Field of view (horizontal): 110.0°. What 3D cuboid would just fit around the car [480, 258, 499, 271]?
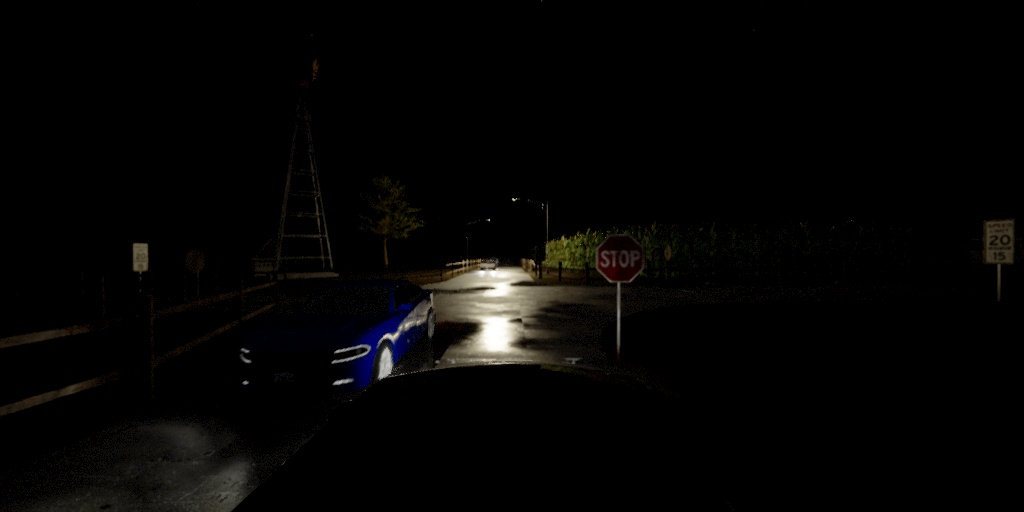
[{"bbox_3d":[-3.101,1.230,46.338,1.895,1.301,4.718,0,0,0],"label":"car"}]

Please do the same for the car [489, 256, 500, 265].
[{"bbox_3d":[-3.217,0.886,61.070,2.097,1.767,4.553,0,0,0],"label":"car"}]

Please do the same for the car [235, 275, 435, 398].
[{"bbox_3d":[-2.792,1.184,6.851,1.882,1.535,5.008,0,0,-1],"label":"car"}]
